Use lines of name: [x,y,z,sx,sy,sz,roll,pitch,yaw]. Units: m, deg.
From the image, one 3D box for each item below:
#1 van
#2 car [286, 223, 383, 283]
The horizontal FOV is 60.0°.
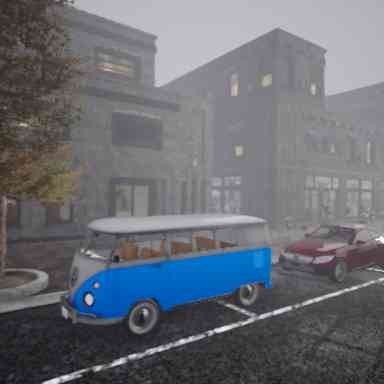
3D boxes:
van: [-0.251,1.346,6.364,3.998,1.788,1.690,0,1,-36]
car: [4.341,1.596,9.646,4.206,1.307,1.802,0,1,-36]
